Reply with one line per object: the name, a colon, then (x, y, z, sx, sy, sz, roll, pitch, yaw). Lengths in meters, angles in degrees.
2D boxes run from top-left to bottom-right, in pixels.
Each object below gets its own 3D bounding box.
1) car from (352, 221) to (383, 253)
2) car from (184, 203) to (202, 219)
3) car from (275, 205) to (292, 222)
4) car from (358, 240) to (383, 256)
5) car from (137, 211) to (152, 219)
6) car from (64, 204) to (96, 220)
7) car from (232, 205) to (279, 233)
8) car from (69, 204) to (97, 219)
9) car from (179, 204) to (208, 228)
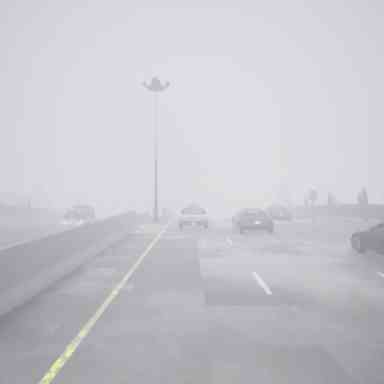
car: (7.098, 1.575, 10.973, 1.812, 1.442, 4.674, 0, 0, 0)
car: (0.090, 2.343, 40.552, 2.097, 1.767, 4.553, 0, -5, 0)
car: (7.092, 1.811, 28.464, 1.994, 1.385, 4.181, 0, -2, 0)
car: (3.601, 1.503, 2.542, 2.128, 1.511, 4.902, 0, 0, 0)
car: (-7.020, 3.517, 49.285, 1.895, 1.301, 4.718, 0, -7, 0)
car: (-10.583, 1.894, 31.753, 1.837, 1.490, 4.892, 0, -3, 0)
car: (3.595, 1.654, 20.230, 1.994, 1.385, 4.181, 0, 0, 0)
car: (-14.042, 2.575, 43.054, 2.097, 1.767, 4.553, 0, -5, 1)
car: (0.093, 1.714, 22.915, 1.895, 1.301, 4.718, 0, -1, 0)
